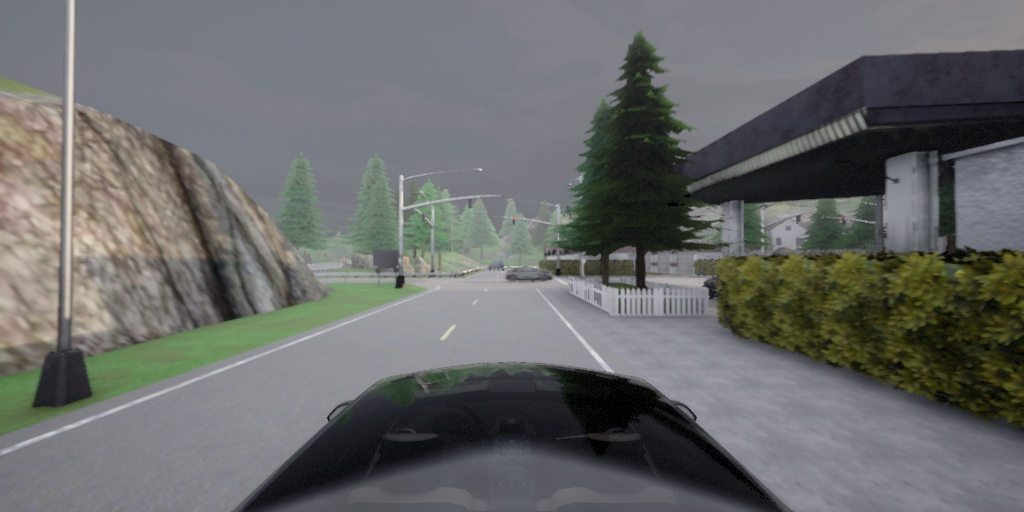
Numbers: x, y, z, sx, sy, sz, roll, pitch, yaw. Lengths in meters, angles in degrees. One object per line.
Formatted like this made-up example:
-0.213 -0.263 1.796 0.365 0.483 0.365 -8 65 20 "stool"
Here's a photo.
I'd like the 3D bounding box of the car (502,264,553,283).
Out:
1.490 1.633 31.644 4.181 1.385 1.994 0 -1 0 "car"
